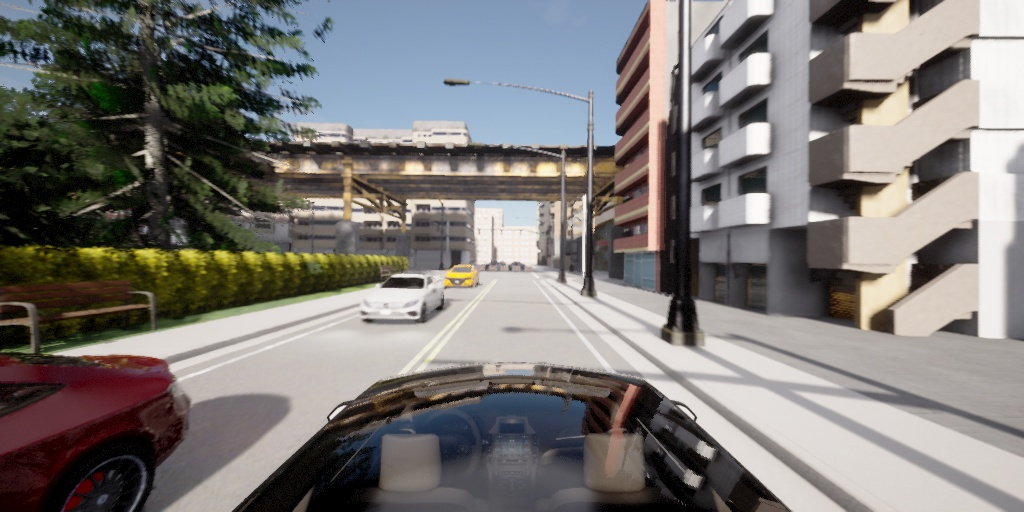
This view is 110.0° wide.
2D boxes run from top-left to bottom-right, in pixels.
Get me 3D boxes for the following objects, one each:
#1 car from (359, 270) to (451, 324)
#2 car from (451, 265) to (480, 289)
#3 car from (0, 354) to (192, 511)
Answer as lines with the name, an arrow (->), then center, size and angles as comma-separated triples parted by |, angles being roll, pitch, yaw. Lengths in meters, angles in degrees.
car -> -3.518, 1.316, 12.331 | 1.812, 1.442, 4.674 | 1, 0, 0
car -> -3.382, 1.370, 24.877 | 1.882, 1.535, 5.008 | 1, -1, 1
car -> -3.605, 1.225, 1.119 | 1.812, 1.442, 4.674 | 1, 0, 0
